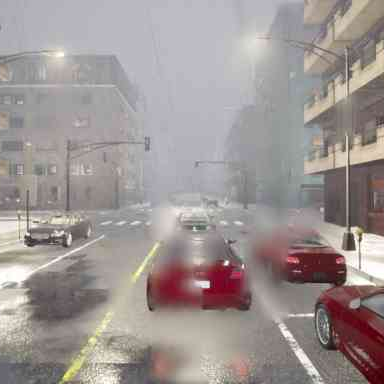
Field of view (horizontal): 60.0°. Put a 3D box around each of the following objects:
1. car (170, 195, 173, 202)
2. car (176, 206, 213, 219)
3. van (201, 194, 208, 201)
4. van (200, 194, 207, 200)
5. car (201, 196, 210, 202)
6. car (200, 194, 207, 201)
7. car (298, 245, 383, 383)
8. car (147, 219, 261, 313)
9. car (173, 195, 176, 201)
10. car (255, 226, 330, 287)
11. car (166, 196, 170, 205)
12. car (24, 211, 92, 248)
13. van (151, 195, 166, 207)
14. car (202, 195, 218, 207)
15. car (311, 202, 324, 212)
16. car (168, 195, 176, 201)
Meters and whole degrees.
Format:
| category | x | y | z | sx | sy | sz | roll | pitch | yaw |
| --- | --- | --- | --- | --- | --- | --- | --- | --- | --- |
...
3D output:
| category | x | y | z | sx | sy | sz | roll | pitch | yaw |
| --- | --- | --- | --- | --- | --- | --- | --- | --- | --- |
| car | -5.376 | 1.448 | 64.144 | 1.967 | 1.590 | 4.097 | 1 | 0 | 0 |
| car | 0.119 | 1.604 | 16.560 | 1.895 | 1.301 | 4.718 | 0 | 0 | 0 |
| van | 3.173 | 1.349 | 86.739 | 1.690 | 1.788 | 3.998 | 1 | 0 | 0 |
| van | 3.215 | 1.350 | 92.409 | 1.690 | 1.788 | 3.998 | 1 | 0 | 0 |
| car | 3.085 | 1.590 | 75.399 | 1.802 | 1.307 | 4.206 | 1 | 0 | 0 |
| car | 3.044 | 1.558 | 69.729 | 2.008 | 1.369 | 4.403 | 1 | 0 | 0 |
| car | 2.671 | 1.583 | 3.348 | 1.802 | 1.307 | 4.206 | 1 | 0 | 0 |
| car | 0.114 | 1.566 | 7.743 | 1.994 | 1.385 | 4.181 | 0 | 0 | -1 |
| car | -5.294 | 1.575 | 75.485 | 1.947 | 1.339 | 4.313 | 1 | 0 | 0 |
| car | 2.676 | 1.584 | 9.019 | 1.802 | 1.307 | 4.206 | 1 | 0 | 0 |
| car | -5.419 | 1.574 | 58.473 | 1.947 | 1.339 | 4.313 | 1 | 0 | 0 |
| car | -5.755 | 1.554 | 14.766 | 2.008 | 1.369 | 4.403 | 1 | 0 | 0 |
| van | -5.533 | 1.349 | 52.811 | 1.690 | 1.788 | 3.998 | 1 | 0 | 0 |
| car | 3.014 | 1.558 | 51.141 | 2.008 | 1.369 | 4.403 | 1 | 0 | 0 |
| car | 15.584 | 1.518 | 36.901 | 4.507 | 1.381 | 1.887 | 0 | -1 | 1 |
| car | -5.210 | 1.554 | 86.826 | 1.887 | 1.381 | 4.507 | 1 | 0 | 0 |
